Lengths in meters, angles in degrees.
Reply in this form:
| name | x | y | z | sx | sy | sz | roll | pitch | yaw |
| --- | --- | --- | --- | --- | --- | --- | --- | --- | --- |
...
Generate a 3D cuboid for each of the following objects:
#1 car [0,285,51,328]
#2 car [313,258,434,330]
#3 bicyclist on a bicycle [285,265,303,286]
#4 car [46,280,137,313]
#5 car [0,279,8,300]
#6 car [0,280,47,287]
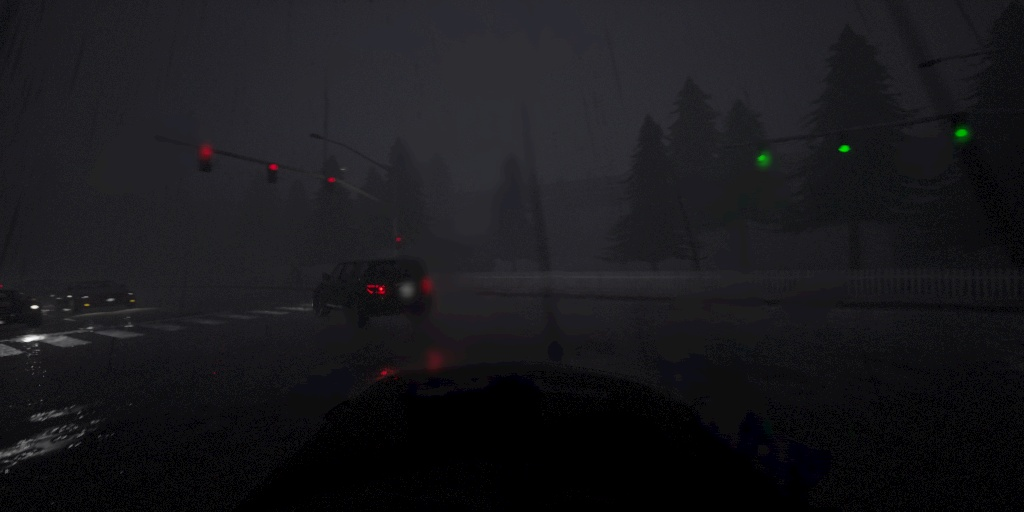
| name | x | y | z | sx | sy | sz | roll | pitch | yaw |
| --- | --- | --- | --- | --- | --- | --- | --- | --- | --- |
| car | -18.144 | 1.851 | 12.339 | 4.718 | 1.301 | 1.895 | -2 | 0 | 28 |
| car | -4.802 | 1.099 | 12.024 | 2.150 | 2.045 | 5.566 | -1 | 0 | -44 |
| bicyclist on a bicycle | -17.061 | 1.552 | 28.212 | 0.582 | 1.620 | 1.656 | -2 | 0 | 28 |
| car | -20.140 | 1.881 | 17.320 | 4.181 | 1.385 | 1.994 | -2 | 0 | 27 |
| car | -37.150 | 2.379 | 24.133 | 4.181 | 1.385 | 1.994 | -2 | 0 | 7 |
| car | -27.653 | 2.103 | 21.079 | 4.181 | 1.385 | 1.994 | -2 | 0 | 25 |
